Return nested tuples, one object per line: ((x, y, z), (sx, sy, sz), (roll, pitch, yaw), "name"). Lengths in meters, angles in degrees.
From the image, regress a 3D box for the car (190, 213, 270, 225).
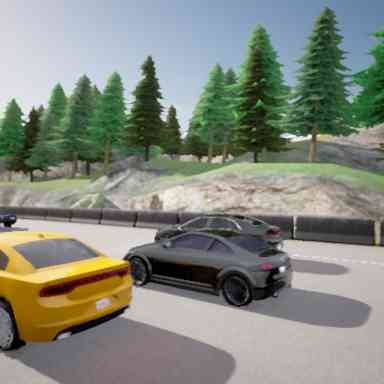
((0.806, 1.540, 11.977), (4.892, 1.490, 1.837), (-1, 0, 35), "car")

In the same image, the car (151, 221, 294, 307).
((0.257, 1.590, 8.082), (4.181, 1.385, 1.994), (0, 0, 35), "car")

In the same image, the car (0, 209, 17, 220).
((-13.813, 1.748, 22.280), (4.718, 1.301, 1.895), (0, 0, 35), "car")

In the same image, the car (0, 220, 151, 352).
((-3.332, 1.516, 6.329), (5.008, 1.535, 1.882), (-1, 0, 35), "car")
